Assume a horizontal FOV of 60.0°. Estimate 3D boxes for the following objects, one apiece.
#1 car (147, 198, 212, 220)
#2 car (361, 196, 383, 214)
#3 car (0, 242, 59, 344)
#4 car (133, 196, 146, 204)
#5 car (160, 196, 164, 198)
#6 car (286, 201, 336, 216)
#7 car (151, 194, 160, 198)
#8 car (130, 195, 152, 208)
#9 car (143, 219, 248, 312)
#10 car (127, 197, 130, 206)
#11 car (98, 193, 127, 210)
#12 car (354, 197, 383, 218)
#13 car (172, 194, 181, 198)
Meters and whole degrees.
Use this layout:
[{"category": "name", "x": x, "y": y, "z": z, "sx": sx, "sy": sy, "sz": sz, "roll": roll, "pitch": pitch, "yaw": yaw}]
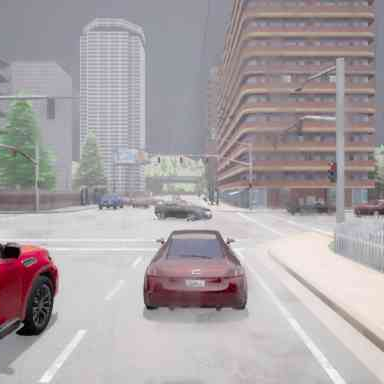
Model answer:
[{"category": "car", "x": -0.741, "y": 1.468, "z": 25.658, "sx": 4.902, "sy": 1.511, "sz": 2.128, "roll": 0, "pitch": 1, "yaw": 37}, {"category": "car", "x": 19.815, "y": 1.296, "z": 34.249, "sx": 4.553, "sy": 1.767, "sz": 2.097, "roll": 0, "pitch": 0, "yaw": -27}, {"category": "car", "x": -3.437, "y": 1.221, "z": 3.539, "sx": 2.150, "sy": 2.045, "sz": 5.566, "roll": 0, "pitch": 0, "yaw": 0}, {"category": "car", "x": -10.611, "y": 1.503, "z": 67.685, "sx": 1.837, "sy": 1.490, "sz": 4.892, "roll": 0, "pitch": 0, "yaw": 0}, {"category": "car", "x": -7.106, "y": 1.524, "z": 72.005, "sx": 1.812, "sy": 1.442, "sz": 4.674, "roll": 0, "pitch": 0, "yaw": 0}, {"category": "car", "x": 11.376, "y": 1.545, "z": 31.393, "sx": 4.718, "sy": 1.301, "sz": 1.895, "roll": 0, "pitch": 0, "yaw": -13}, {"category": "car", "x": -7.168, "y": 1.526, "z": 57.530, "sx": 1.812, "sy": 1.442, "sz": 4.674, "roll": 0, "pitch": 0, "yaw": 0}, {"category": "car", "x": -7.151, "y": 1.526, "z": 46.945, "sx": 1.812, "sy": 1.442, "sz": 4.674, "roll": 0, "pitch": 0, "yaw": -2}, {"category": "car", "x": 0.081, "y": 1.564, "z": 7.819, "sx": 1.994, "sy": 1.385, "sz": 4.181, "roll": 0, "pitch": 0, "yaw": 1}, {"category": "car", "x": -10.669, "y": 1.526, "z": 53.841, "sx": 1.812, "sy": 1.442, "sz": 4.674, "roll": 0, "pitch": 0, "yaw": 0}, {"category": "car", "x": -10.641, "y": 1.221, "z": 44.086, "sx": 2.150, "sy": 2.045, "sz": 5.566, "roll": 0, "pitch": 0, "yaw": 2}, {"category": "car", "x": 16.535, "y": 1.422, "z": 29.129, "sx": 5.008, "sy": 1.535, "sz": 1.882, "roll": 0, "pitch": 0, "yaw": -20}, {"category": "car", "x": -3.615, "y": 1.355, "z": 77.729, "sx": 2.097, "sy": 1.767, "sz": 4.553, "roll": 0, "pitch": 0, "yaw": 0}]
